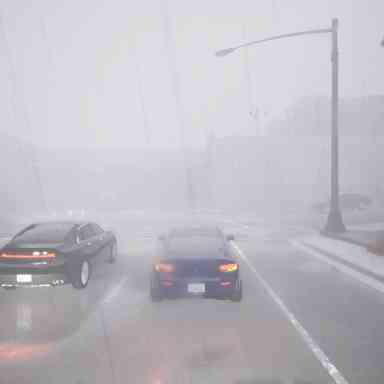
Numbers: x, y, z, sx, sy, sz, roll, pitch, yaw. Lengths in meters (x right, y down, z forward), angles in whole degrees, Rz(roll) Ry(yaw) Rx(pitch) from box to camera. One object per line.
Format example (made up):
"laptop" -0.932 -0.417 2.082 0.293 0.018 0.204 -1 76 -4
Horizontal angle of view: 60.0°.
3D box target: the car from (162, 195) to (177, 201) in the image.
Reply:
"car" -5.726 1.552 85.211 1.994 1.385 4.181 0 0 24

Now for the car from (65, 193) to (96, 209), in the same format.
"car" -14.692 1.221 44.831 2.150 2.045 5.566 0 0 -1

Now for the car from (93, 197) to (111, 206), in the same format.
"car" -14.900 1.526 55.099 1.812 1.442 4.674 0 0 -1

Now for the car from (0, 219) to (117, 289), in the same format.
"car" -3.393 1.505 9.169 1.837 1.490 4.892 0 0 0

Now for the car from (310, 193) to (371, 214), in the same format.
"car" 12.560 0.891 28.306 4.892 1.490 1.837 -7 0 0

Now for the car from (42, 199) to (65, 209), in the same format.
"car" -18.174 1.601 44.223 1.895 1.301 4.718 0 0 -1

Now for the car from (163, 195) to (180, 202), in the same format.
"car" -4.566 1.355 75.360 2.097 1.767 4.553 0 0 6

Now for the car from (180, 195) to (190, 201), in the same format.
"car" -2.043 1.524 84.991 1.812 1.442 4.674 0 0 24

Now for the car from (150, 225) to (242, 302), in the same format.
"car" 0.096 1.526 8.154 1.812 1.442 4.674 0 0 0

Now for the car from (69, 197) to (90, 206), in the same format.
"car" -18.389 1.564 54.537 1.994 1.385 4.181 0 0 -1
